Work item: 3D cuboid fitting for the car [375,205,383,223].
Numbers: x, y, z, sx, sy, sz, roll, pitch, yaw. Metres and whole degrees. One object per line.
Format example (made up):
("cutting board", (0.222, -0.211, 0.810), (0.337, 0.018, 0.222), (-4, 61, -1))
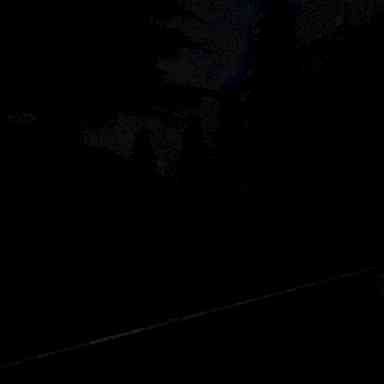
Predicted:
("car", (15.185, 1.538, 23.664), (1.812, 1.442, 4.674), (0, 0, -35))
